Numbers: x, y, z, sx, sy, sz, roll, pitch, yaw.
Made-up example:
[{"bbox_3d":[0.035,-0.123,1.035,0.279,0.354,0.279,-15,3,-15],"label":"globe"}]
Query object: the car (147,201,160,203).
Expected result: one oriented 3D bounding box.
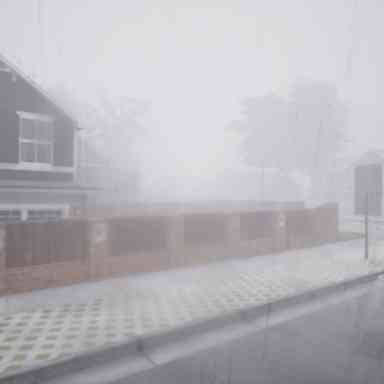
[{"bbox_3d":[-5.230,2.019,47.608,1.837,1.490,4.892,2,-2,-39],"label":"car"}]
